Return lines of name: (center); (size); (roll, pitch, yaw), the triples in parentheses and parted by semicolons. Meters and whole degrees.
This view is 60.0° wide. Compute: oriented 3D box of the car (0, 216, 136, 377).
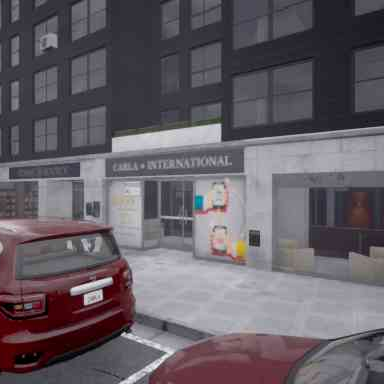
car: (-3.099, 1.314, 5.281); (5.009, 1.841, 2.192); (0, 0, 35)

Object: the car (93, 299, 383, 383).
car: (1.513, 1.582, 1.999); (4.206, 1.307, 1.802); (0, 0, 35)
